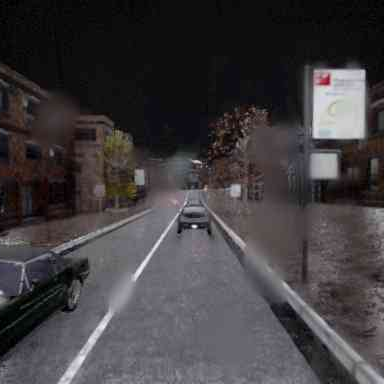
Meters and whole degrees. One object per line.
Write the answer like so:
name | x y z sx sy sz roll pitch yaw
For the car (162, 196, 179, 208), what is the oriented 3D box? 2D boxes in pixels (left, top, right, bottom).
car | -2.965 1.346 46.852 2.097 1.767 4.553 0 0 0

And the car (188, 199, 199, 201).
car | 0.193 1.543 39.399 2.033 1.411 5.357 0 0 0

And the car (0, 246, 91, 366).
car | -3.118 1.599 4.940 1.895 1.301 4.718 0 0 0

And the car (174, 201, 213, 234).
car | 0.133 1.503 19.382 1.837 1.490 4.892 0 0 0
